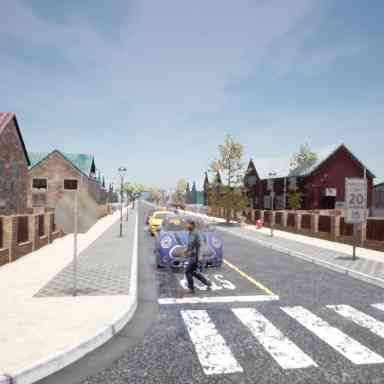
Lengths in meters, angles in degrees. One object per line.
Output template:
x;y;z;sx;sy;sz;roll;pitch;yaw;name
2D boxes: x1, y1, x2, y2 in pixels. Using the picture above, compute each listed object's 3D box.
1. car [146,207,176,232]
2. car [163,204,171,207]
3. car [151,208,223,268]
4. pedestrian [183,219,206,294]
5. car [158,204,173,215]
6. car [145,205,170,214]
-1.884;2.051;22.378;1.882;1.535;5.008;1;-2;-9;car
-2.963;2.846;47.334;2.033;1.411;5.357;1;-2;-9;car
-0.288;1.656;12.385;2.097;1.767;4.553;1;-2;-8;car
0.055;1.472;7.918;0.375;1.860;0.375;0;0;-9;pedestrian
-4.608;2.928;57.483;2.097;1.767;4.553;1;-2;-9;car
-3.524;2.353;32.514;1.837;1.490;4.892;1;-2;-9;car
